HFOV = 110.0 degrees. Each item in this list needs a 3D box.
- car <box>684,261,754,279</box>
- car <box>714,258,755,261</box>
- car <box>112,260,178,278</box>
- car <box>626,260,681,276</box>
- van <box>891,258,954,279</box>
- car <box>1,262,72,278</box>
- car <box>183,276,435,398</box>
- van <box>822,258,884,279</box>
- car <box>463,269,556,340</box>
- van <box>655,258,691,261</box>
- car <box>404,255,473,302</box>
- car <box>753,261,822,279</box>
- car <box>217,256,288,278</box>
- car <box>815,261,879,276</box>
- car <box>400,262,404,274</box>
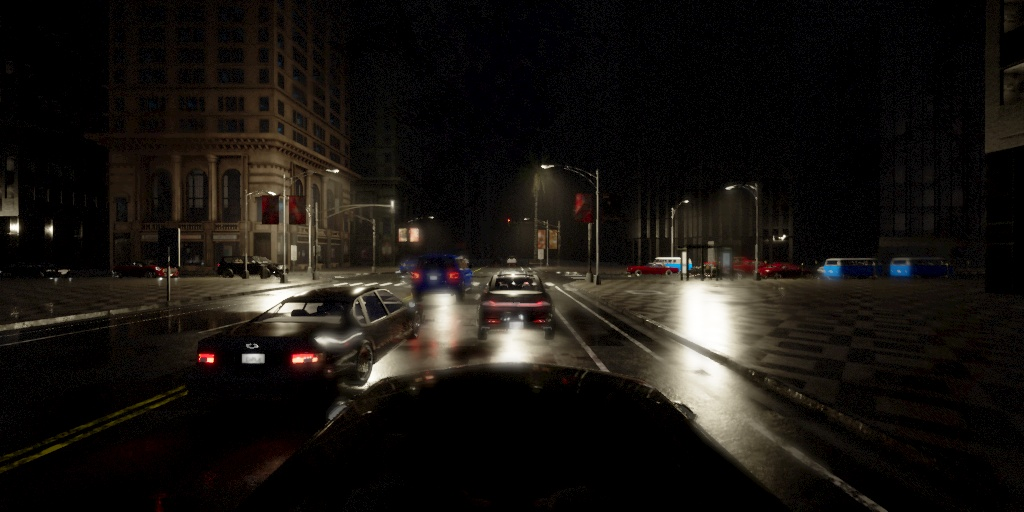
[{"bbox_3d":[17.056,1.298,29.815,4.403,1.370,2.007,0,0,0],"label":"car"},{"bbox_3d":[23.319,1.204,35.679,5.008,1.535,1.882,0,0,0],"label":"car"},{"bbox_3d":[-33.178,1.138,32.541,4.553,1.767,2.097,0,0,0],"label":"car"},{"bbox_3d":[13.877,1.334,35.673,4.718,1.301,1.895,0,0,2],"label":"car"},{"bbox_3d":[34.088,1.079,29.830,3.998,1.789,1.690,0,0,0],"label":"van"},{"bbox_3d":[-43.161,1.290,32.590,4.902,1.511,2.128,0,0,0],"label":"car"},{"bbox_3d":[-3.150,1.297,6.886,2.033,1.411,5.357,0,0,0],"label":"car"},{"bbox_3d":[28.411,1.081,29.825,3.998,1.789,1.690,0,0,0],"label":"van"},{"bbox_3d":[0.088,1.240,9.956,2.128,1.511,4.902,0,0,0],"label":"car"},{"bbox_3d":[17.047,1.064,38.340,3.998,1.789,1.690,0,0,0],"label":"van"},{"bbox_3d":[-3.159,0.972,17.127,2.150,2.045,5.566,0,0,0],"label":"car"},{"bbox_3d":[22.734,1.326,29.819,4.207,1.307,1.802,0,0,0],"label":"car"},{"bbox_3d":[-23.459,0.997,32.492,5.566,2.045,2.150,0,0,0],"label":"car"},{"bbox_3d":[33.261,1.247,35.683,4.674,1.442,1.812,0,0,1],"label":"car"},{"bbox_3d":[-10.707,0.973,41.505,2.150,2.045,5.566,0,0,13],"label":"car"}]
